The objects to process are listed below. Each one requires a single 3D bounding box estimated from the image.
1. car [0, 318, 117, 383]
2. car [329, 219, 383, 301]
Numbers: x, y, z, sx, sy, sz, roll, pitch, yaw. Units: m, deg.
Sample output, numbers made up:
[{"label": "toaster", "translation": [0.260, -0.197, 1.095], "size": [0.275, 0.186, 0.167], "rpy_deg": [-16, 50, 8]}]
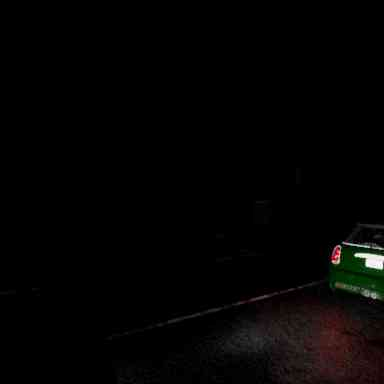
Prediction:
[{"label": "car", "translation": [-2.812, 1.492, 1.742], "size": [4.902, 1.511, 2.128], "rpy_deg": [0, 0, -36]}, {"label": "car", "translation": [5.099, 1.348, 7.379], "size": [4.553, 1.767, 2.097], "rpy_deg": [0, 0, -35]}]
